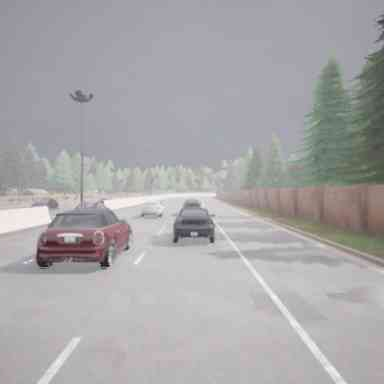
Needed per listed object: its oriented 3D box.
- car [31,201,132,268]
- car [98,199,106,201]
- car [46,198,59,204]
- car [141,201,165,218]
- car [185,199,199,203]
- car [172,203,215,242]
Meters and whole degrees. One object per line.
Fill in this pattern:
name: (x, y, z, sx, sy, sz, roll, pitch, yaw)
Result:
car: (-3.410, 1.344, 11.400, 2.097, 1.767, 4.553, 0, 0, 0)
car: (-6.935, 1.476, 23.228, 2.128, 1.511, 4.902, 0, 0, 0)
car: (-17.649, 1.501, 40.152, 1.812, 1.442, 4.674, 0, 0, 1)
car: (-3.506, 1.504, 30.354, 1.812, 1.442, 4.674, 0, 0, -1)
car: (-0.013, 1.478, 34.231, 1.837, 1.490, 4.892, 0, 0, 0)
car: (0.085, 1.492, 16.203, 1.837, 1.490, 4.892, 0, 0, 0)
